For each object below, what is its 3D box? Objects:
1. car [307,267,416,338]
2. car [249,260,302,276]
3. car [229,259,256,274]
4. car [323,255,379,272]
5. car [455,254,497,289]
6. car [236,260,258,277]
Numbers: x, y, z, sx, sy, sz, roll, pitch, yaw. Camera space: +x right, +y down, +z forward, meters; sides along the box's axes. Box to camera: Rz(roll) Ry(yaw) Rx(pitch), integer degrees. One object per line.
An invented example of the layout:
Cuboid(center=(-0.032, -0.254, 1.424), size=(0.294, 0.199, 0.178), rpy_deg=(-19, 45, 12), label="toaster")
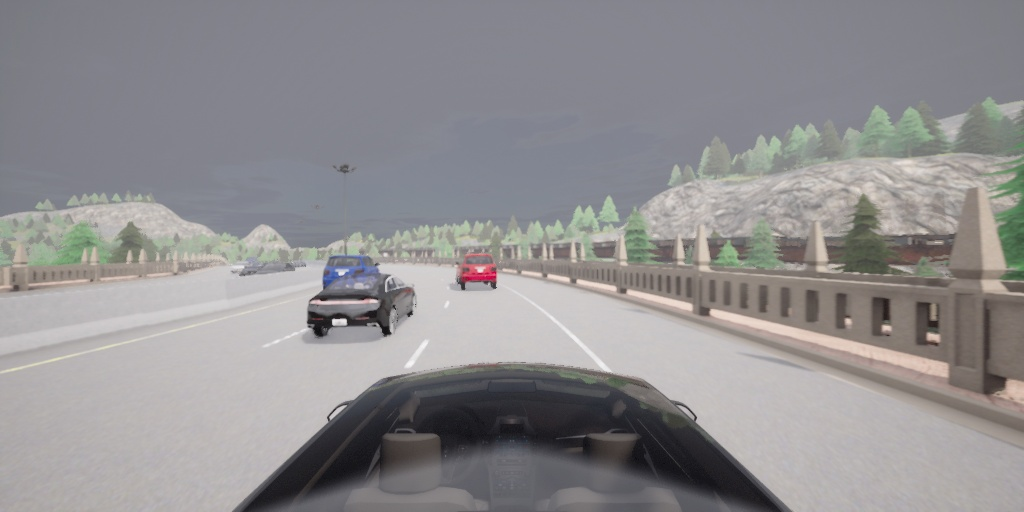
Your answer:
Cuboid(center=(-3.998, 1.233, 10.270), size=(2.128, 1.511, 4.902), rpy_deg=(0, 0, -5), label="car")
Cuboid(center=(-18.415, 1.290, 28.180), size=(1.837, 1.490, 4.892), rpy_deg=(0, 0, -17), label="car")
Cuboid(center=(-32.693, 1.402, 43.469), size=(1.812, 1.442, 4.674), rpy_deg=(-1, 0, -30), label="car")
Cuboid(center=(-8.979, 0.962, 20.435), size=(2.150, 2.045, 5.566), rpy_deg=(0, 0, -11), label="car")
Cuboid(center=(-2.333, 0.912, 22.789), size=(2.150, 2.045, 5.566), rpy_deg=(0, 0, -12), label="car")
Cuboid(center=(-24.404, 1.383, 34.481), size=(1.994, 1.385, 4.181), rpy_deg=(-1, 0, -23), label="car")
